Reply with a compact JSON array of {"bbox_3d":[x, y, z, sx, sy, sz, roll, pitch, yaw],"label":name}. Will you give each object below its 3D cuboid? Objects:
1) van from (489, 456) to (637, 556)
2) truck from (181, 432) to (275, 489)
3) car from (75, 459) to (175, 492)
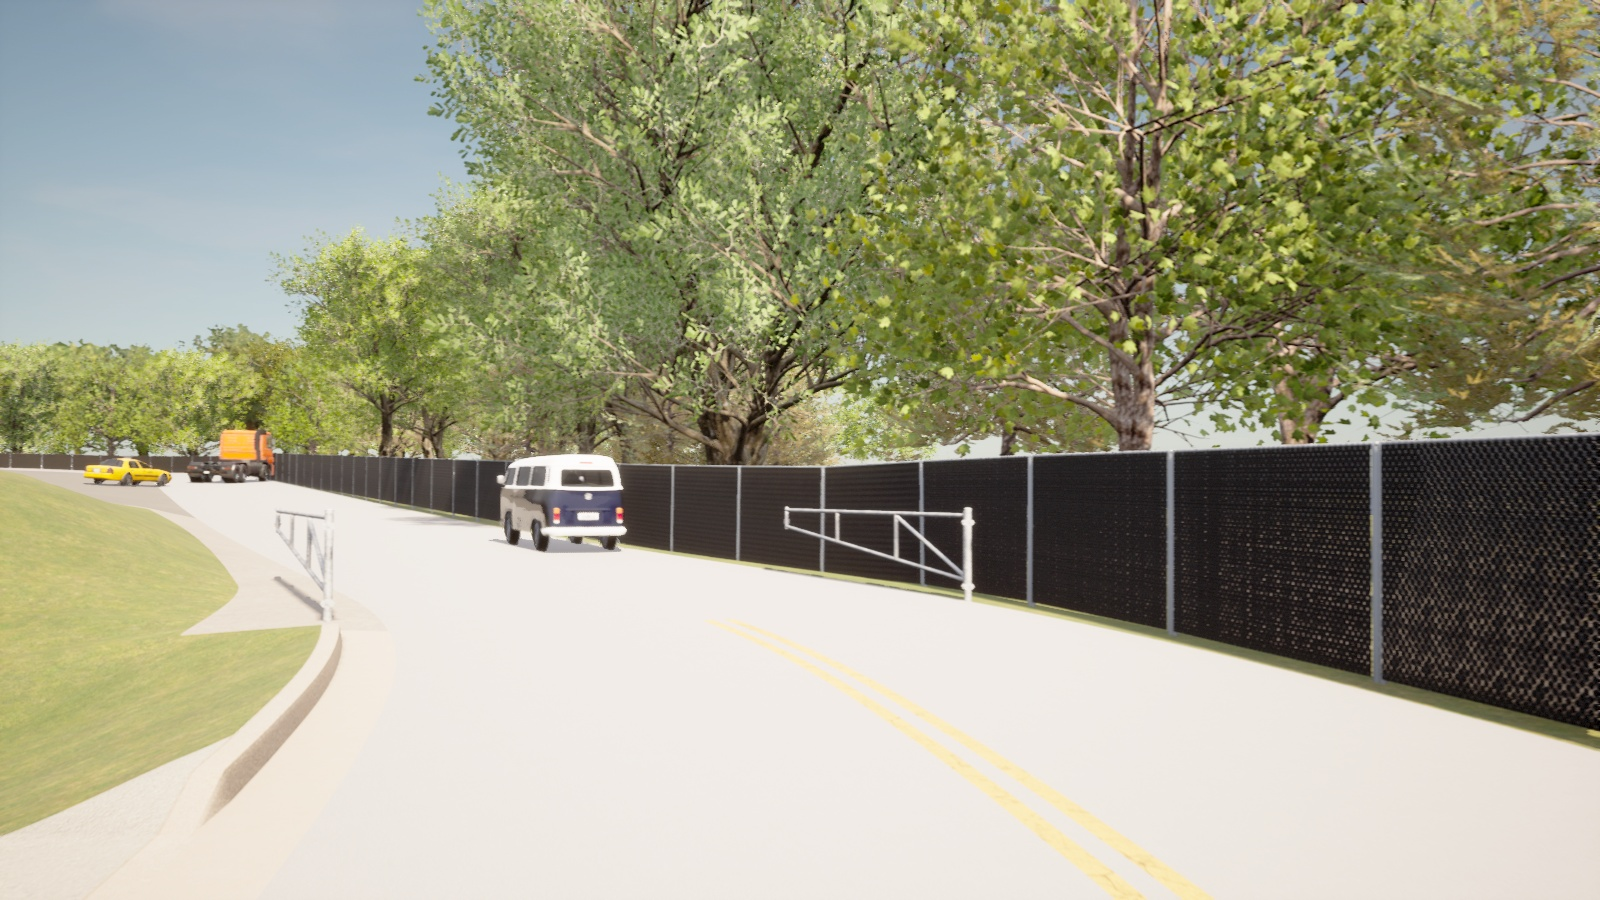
[{"bbox_3d":[-5.373,1.184,27.968,2.069,2.038,4.480,1,-1,-27],"label":"van"},{"bbox_3d":[-36.736,0.639,80.989,2.891,3.462,7.936,1,0,-4],"label":"truck"},{"bbox_3d":[-36.326,1.415,67.767,1.801,1.575,5.366,3,-2,9],"label":"car"}]
